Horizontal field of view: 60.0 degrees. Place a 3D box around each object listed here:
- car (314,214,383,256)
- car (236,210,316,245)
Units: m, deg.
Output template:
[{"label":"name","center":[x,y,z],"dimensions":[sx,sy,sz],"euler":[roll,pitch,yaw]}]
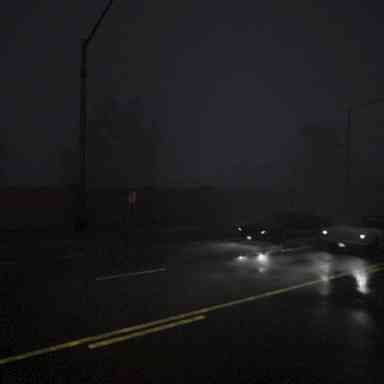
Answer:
[{"label":"car","center":[7.290,1.631,13.484],"dimensions":[4.718,1.301,1.895],"euler":[0,0,-35]},{"label":"car","center":[4.627,1.579,15.882],"dimensions":[5.357,1.411,2.033],"euler":[0,0,-35]}]
